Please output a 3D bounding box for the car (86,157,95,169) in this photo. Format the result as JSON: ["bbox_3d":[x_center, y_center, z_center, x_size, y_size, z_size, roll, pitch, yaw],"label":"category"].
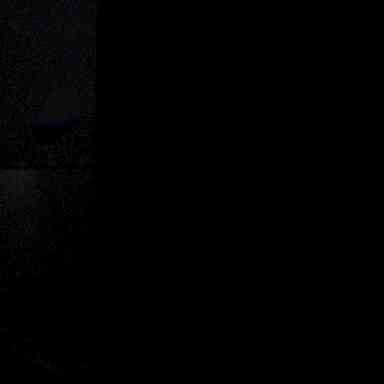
[{"bbox_3d":[-9.231,-3.376,39.388,5.566,2.045,2.435,2,1,25],"label":"car"}]

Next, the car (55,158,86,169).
[{"bbox_3d":[-14.332,-3.399,41.726,4.553,1.767,2.185,1,1,26],"label":"car"}]

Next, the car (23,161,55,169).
[{"bbox_3d":[-19.414,-3.400,44.167,4.892,1.521,2.231,1,1,27],"label":"car"}]

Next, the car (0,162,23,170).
[{"bbox_3d":[-24.246,-3.466,46.624,4.674,1.452,2.002,1,1,28],"label":"car"}]
